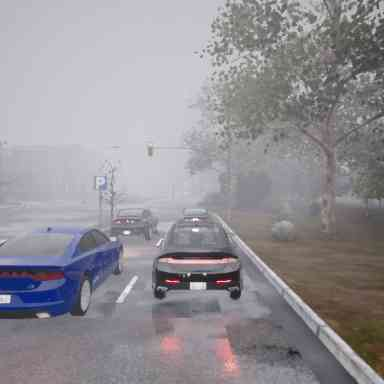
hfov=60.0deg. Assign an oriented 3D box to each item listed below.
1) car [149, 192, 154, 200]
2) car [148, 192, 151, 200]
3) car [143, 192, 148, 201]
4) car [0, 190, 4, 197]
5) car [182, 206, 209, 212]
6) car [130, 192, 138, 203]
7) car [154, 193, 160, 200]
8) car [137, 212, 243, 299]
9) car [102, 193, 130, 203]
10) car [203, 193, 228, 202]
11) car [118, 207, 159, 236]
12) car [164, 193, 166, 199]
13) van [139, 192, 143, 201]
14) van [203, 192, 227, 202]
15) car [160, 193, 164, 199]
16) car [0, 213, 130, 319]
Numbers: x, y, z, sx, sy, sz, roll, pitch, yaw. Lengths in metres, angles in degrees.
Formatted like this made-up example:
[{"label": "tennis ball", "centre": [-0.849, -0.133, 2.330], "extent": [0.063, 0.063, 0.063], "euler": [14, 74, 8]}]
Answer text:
[{"label": "car", "centre": [-12.231, 1.359, 79.734], "extent": [4.674, 1.452, 2.002], "euler": [-1, 0, -13]}, {"label": "car", "centre": [-12.605, 1.359, 76.733], "extent": [4.674, 1.452, 2.002], "euler": [-1, 0, -13]}, {"label": "car", "centre": [-12.979, 1.321, 73.738], "extent": [4.892, 1.521, 2.231], "euler": [-1, 0, -14]}, {"label": "car", "centre": [-31.141, 0.137, 52.659], "extent": [2.002, 1.452, 4.674], "euler": [6, -3, -19]}, {"label": "car", "centre": [0.180, 1.530, 17.906], "extent": [1.837, 1.490, 4.892], "euler": [0, 0, 0]}, {"label": "car", "centre": [-13.770, 1.315, 64.775], "extent": [5.366, 1.575, 1.946], "euler": [-1, 0, -15]}, {"label": "car", "centre": [-11.413, 1.357, 85.716], "extent": [4.674, 1.452, 2.002], "euler": [-1, 0, -12]}, {"label": "car", "centre": [0.115, 1.503, 8.494], "extent": [2.128, 1.511, 4.902], "euler": [0, 0, 0]}, {"label": "car", "centre": [-14.416, 1.358, 61.783], "extent": [4.792, 1.488, 2.163], "euler": [-1, 0, -15]}, {"label": "car", "centre": [4.698, 1.141, 67.339], "extent": [4.553, 1.767, 2.185], "euler": [1, 0, -14]}, {"label": "car", "centre": [-2.829, 1.530, 16.991], "extent": [1.837, 1.490, 4.892], "euler": [0, 0, 1]}, {"label": "car", "centre": [-10.539, 1.316, 91.701], "extent": [5.008, 1.535, 2.097], "euler": [-1, 0, -12]}, {"label": "van", "centre": [-13.208, 1.093, 70.767], "extent": [4.442, 1.987, 1.878], "euler": [-1, 0, -14]}, {"label": "van", "centre": [4.313, 1.042, 64.369], "extent": [4.442, 1.987, 1.878], "euler": [1, 0, -14]}, {"label": "car", "centre": [-10.962, 1.065, 88.722], "extent": [5.566, 2.045, 2.435], "euler": [-1, 0, -12]}, {"label": "car", "centre": [-2.888, 1.487, 7.560], "extent": [1.882, 1.535, 5.008], "euler": [0, 0, 0]}]
